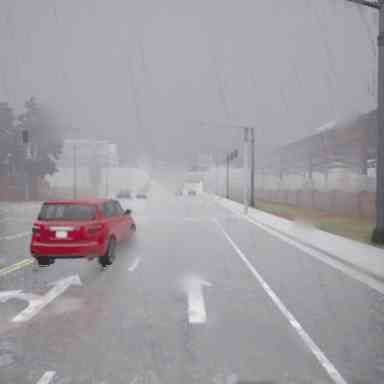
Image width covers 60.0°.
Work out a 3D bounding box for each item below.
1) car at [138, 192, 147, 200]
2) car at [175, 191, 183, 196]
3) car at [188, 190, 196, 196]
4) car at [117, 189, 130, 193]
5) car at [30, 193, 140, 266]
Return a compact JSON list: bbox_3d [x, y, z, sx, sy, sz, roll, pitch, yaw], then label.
[{"bbox_3d":[-10.518,0.746,69.065,1.882,1.535,5.008,0,1,0],"label":"car"},{"bbox_3d":[-3.524,0.334,90.871,2.128,1.511,4.902,0,1,0],"label":"car"},{"bbox_3d":[-0.024,0.165,90.839,2.097,1.767,4.553,0,1,0],"label":"car"},{"bbox_3d":[-14.018,0.502,68.505,2.150,2.045,5.566,0,1,0],"label":"car"},{"bbox_3d":[-3.471,1.205,11.601,2.150,2.045,5.566,0,1,0],"label":"car"}]
